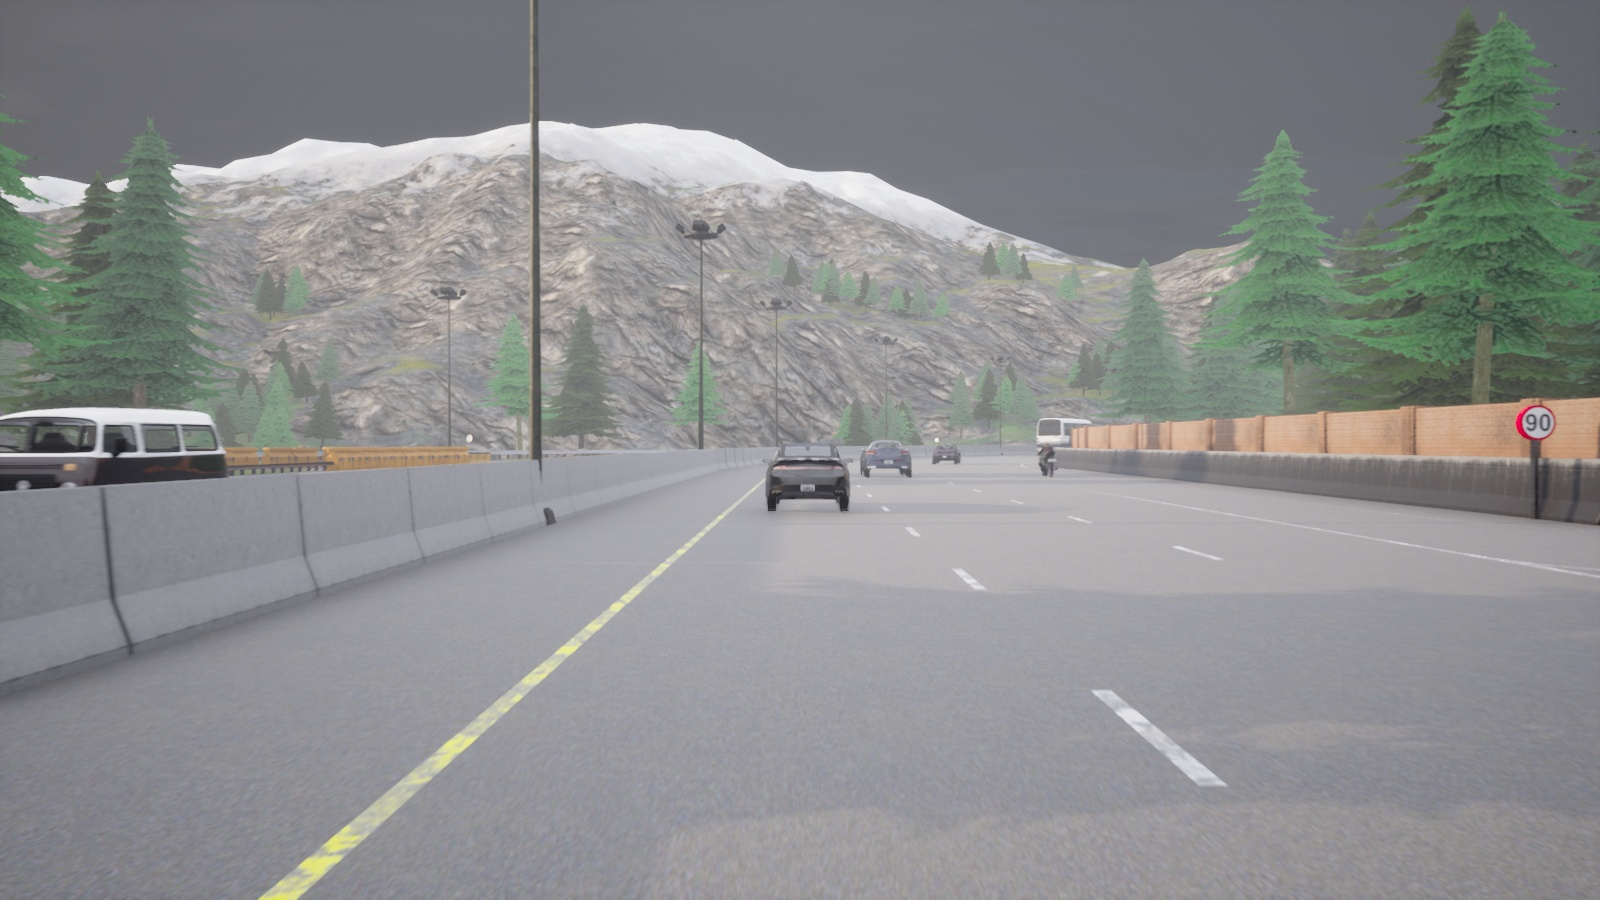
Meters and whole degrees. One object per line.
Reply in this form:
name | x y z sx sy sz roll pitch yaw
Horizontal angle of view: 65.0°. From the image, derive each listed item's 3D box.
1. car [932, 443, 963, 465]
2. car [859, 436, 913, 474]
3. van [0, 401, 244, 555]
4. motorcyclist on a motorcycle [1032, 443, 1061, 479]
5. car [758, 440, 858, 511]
car | 10.435 0.268 88.787 1.816 1.474 4.193 0 0 12
car | 3.840 0.208 56.841 2.152 1.651 5.027 0 0 0
van | -10.378 0.355 18.818 2.069 2.038 4.480 0 0 0
motorcyclist on a motorcycle | 10.828 0.479 55.174 0.866 1.530 2.191 0 0 0
car | 0.182 0.538 29.242 2.128 1.511 4.902 0 0 0
